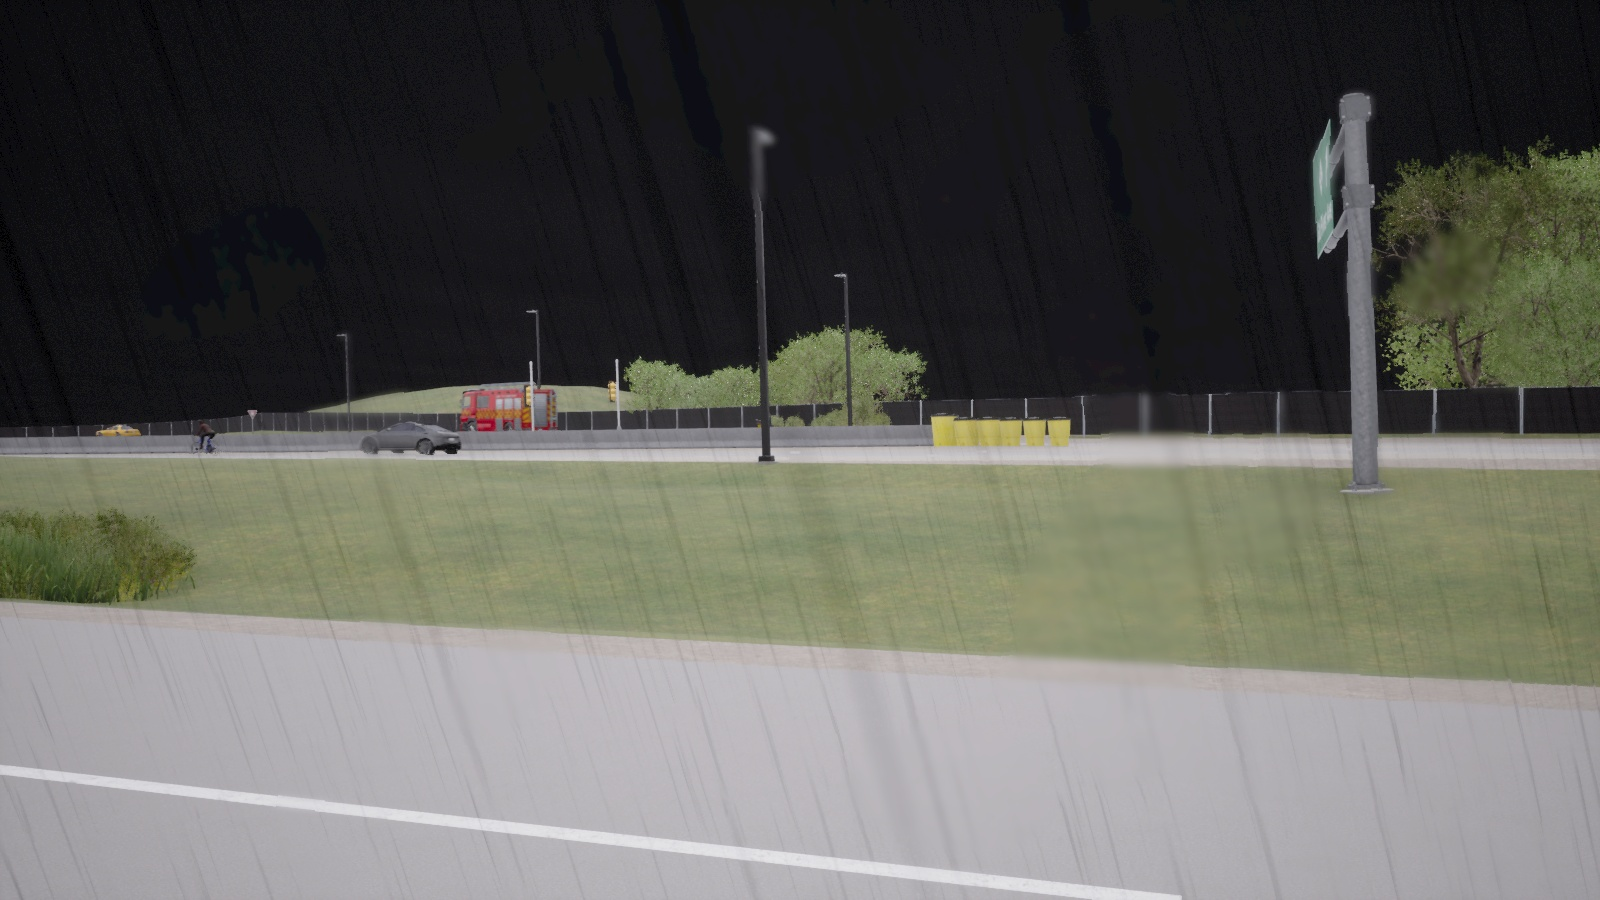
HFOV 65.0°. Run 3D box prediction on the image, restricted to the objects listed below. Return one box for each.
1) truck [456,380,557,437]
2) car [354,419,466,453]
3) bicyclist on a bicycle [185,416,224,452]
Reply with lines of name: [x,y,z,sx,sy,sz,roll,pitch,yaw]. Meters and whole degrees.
truck: [-20.544,-2.849,87.500,2.891,3.827,8.468,-2,2,-44]
car: [-16.529,-0.582,53.263,4.181,1.385,1.994,0,1,19]
bicyclist on a bicycle: [-27.000,-0.716,56.912,1.656,1.620,0.582,0,1,19]
